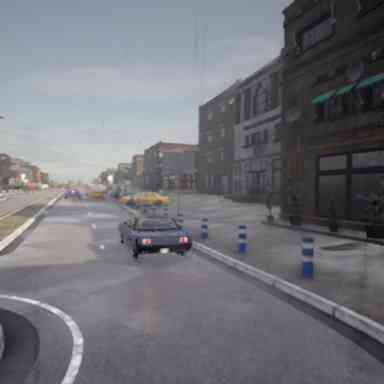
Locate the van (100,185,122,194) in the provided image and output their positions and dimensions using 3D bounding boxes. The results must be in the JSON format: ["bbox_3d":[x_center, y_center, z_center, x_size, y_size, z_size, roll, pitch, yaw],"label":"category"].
[{"bbox_3d":[-17.570,-0.581,72.425,4.442,1.987,1.878,1,1,-19],"label":"van"}]

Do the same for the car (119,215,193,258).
[{"bbox_3d":[-1.598,1.508,12.572,1.895,1.301,4.718,1,1,-20],"label":"car"}]

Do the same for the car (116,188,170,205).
[{"bbox_3d":[-5.094,0.693,35.931,5.366,1.575,1.946,1,2,-19],"label":"car"}]

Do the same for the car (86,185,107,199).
[{"bbox_3d":[-13.450,0.202,46.691,1.882,1.535,5.008,1,1,-18],"label":"car"}]

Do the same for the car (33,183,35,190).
[{"bbox_3d":[-43.166,-0.993,84.083,4.792,1.488,2.163,1,1,-19],"label":"car"}]

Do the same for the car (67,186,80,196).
[{"bbox_3d":[-19.697,-0.129,55.475,1.882,1.535,5.008,1,1,-19],"label":"car"}]

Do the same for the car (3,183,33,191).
[{"bbox_3d":[-41.391,-1.157,78.679,5.566,2.045,2.435,1,1,-19],"label":"car"}]

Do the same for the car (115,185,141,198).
[{"bbox_3d":[-6.737,0.379,41.188,4.553,1.767,2.185,1,2,-19],"label":"car"}]

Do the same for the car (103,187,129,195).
[{"bbox_3d":[-14.772,-0.147,64.649,4.674,1.452,2.002,1,1,-19],"label":"car"}]

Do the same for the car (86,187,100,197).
[{"bbox_3d":[-16.862,-0.017,56.453,2.033,1.411,5.357,1,1,-19],"label":"car"}]

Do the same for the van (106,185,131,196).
[{"bbox_3d":[-13.724,-0.346,61.961,4.442,1.987,1.878,1,1,-19],"label":"van"}]

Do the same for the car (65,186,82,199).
[{"bbox_3d":[-16.355,0.027,45.923,2.097,1.767,4.553,1,1,-19],"label":"car"}]

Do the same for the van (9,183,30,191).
[{"bbox_3d":[-42.144,-1.186,81.356,4.442,1.987,1.878,1,1,-19],"label":"van"}]

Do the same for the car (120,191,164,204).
[{"bbox_3d":[-5.812,0.641,38.600,4.674,1.452,2.002,1,2,-19],"label":"car"}]

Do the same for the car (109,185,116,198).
[{"bbox_3d":[-7.572,0.163,43.809,5.566,2.045,2.435,1,2,-19],"label":"car"}]

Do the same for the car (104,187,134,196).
[{"bbox_3d":[-12.976,-0.058,59.439,5.008,1.535,2.097,1,1,-19],"label":"car"}]
